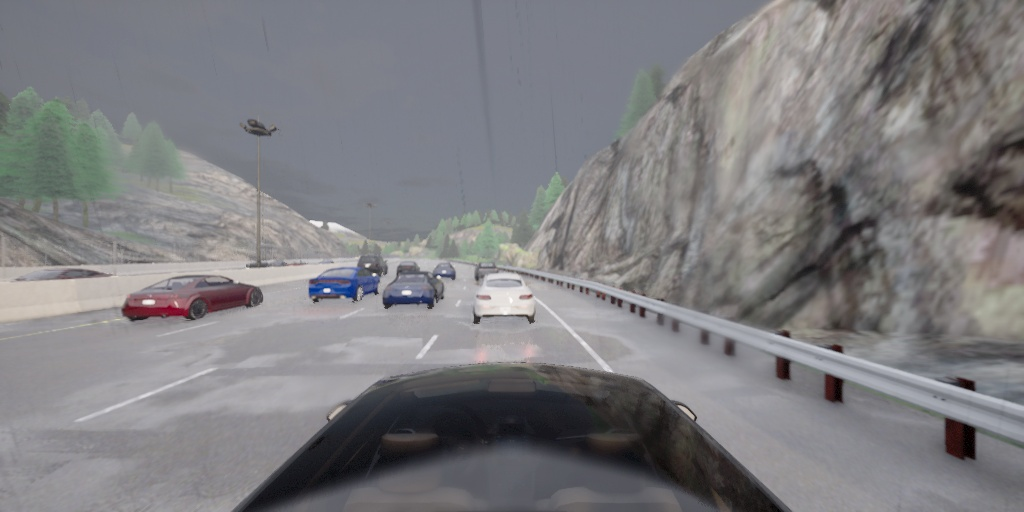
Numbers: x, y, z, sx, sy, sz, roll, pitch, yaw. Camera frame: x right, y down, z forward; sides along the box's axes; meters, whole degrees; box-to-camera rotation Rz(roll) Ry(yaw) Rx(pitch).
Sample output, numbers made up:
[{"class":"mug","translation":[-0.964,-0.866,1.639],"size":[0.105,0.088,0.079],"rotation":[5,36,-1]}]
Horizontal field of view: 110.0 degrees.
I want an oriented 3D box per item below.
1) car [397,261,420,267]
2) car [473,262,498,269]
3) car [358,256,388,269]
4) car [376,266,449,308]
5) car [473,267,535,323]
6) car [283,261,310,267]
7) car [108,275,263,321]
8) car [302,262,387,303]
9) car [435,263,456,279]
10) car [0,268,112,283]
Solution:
[{"class":"car","translation":[-10.156,1.247,35.323],"size":[1.882,1.535,5.008],"rotation":[0,0,-10]},{"class":"car","translation":[-2.144,1.243,29.824],"size":[2.128,1.511,4.902],"rotation":[0,0,-8]},{"class":"car","translation":[-13.694,0.998,35.342],"size":[2.150,2.045,5.566],"rotation":[0,0,-11]},{"class":"car","translation":[-4.029,1.321,15.228],"size":[1.994,1.385,4.181],"rotation":[0,0,-4]},{"class":"car","translation":[-0.308,1.275,12.010],"size":[1.812,1.442,4.674],"rotation":[0,0,-3]},{"class":"car","translation":[-32.822,1.418,55.079],"size":[1.895,1.301,4.718],"rotation":[0,0,-14]},{"class":"car","translation":[-10.859,1.337,12.606],"size":[1.994,1.385,4.181],"rotation":[0,0,-3]},{"class":"car","translation":[-7.666,1.243,16.930],"size":[1.882,1.535,5.008],"rotation":[0,0,-5]},{"class":"car","translation":[-6.116,1.324,32.520],"size":[1.994,1.385,4.181],"rotation":[0,0,-9]},{"class":"car","translation":[-21.936,1.323,17.298],"size":[1.812,1.442,4.674],"rotation":[0,0,-6]}]
